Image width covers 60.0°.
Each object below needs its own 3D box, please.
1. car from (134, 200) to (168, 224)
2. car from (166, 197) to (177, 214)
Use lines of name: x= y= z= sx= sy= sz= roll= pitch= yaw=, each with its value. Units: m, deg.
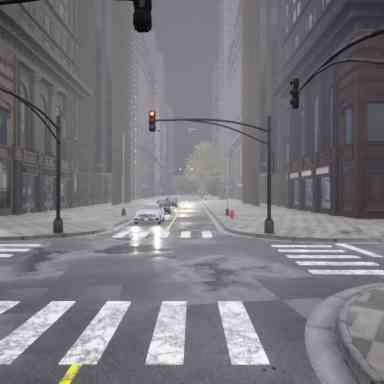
car: x=-3.060 y=1.525 z=24.588 sx=1.812 sy=1.442 sz=4.674 roll=0 pitch=0 yaw=0
car: x=-3.044 y=1.550 z=34.998 sx=2.033 sy=1.411 sz=5.357 roll=0 pitch=0 yaw=0
